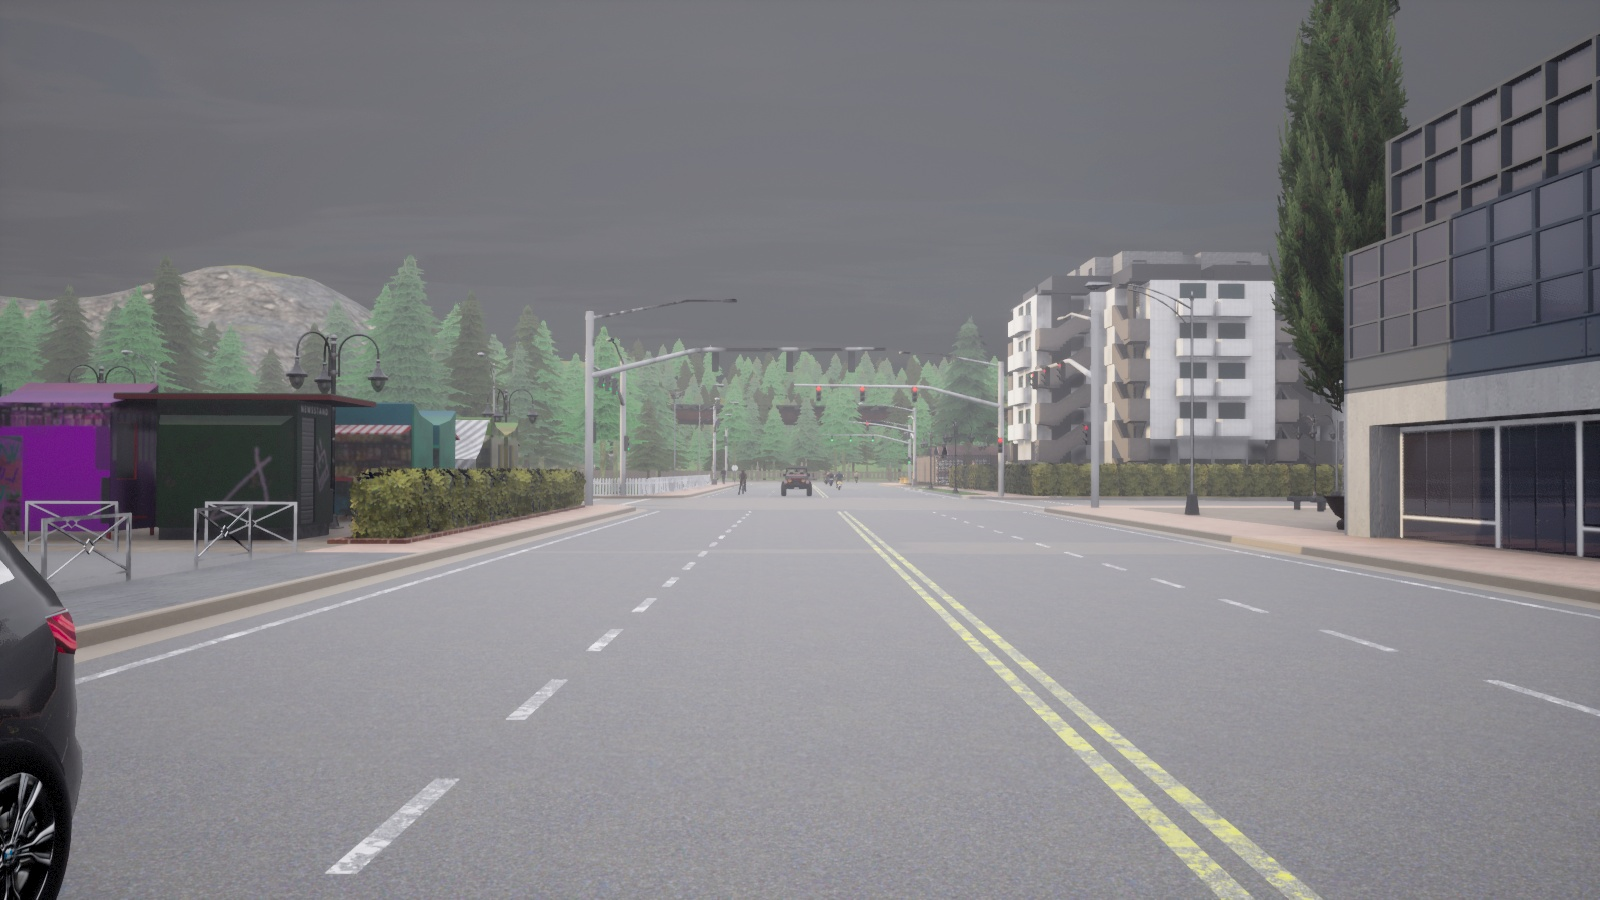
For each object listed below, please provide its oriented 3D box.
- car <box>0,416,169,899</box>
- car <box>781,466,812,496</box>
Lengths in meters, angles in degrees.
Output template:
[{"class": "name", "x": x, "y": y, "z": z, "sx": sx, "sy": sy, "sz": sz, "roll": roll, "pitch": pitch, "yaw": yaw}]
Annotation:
[{"class": "car", "x": -3.507, "y": 0.714, "z": 2.453, "sx": 2.242, "sy": 1.667, "sz": 4.611, "roll": 0, "pitch": -1, "yaw": 0}, {"class": "car", "x": -0.200, "y": 1.930, "z": 78.718, "sx": 1.905, "sy": 1.878, "sz": 3.866, "roll": 0, "pitch": -1, "yaw": 0}]
